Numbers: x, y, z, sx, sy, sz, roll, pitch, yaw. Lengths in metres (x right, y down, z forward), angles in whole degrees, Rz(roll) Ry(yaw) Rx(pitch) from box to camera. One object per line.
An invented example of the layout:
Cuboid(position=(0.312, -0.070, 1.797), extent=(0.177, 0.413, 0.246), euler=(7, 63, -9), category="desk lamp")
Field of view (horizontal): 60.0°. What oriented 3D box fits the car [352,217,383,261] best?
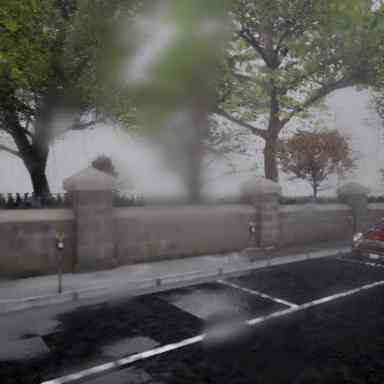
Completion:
Cuboid(position=(7.517, 1.573, 11.927), extent=(4.097, 1.590, 1.967), euler=(1, -1, -36), category="car")
